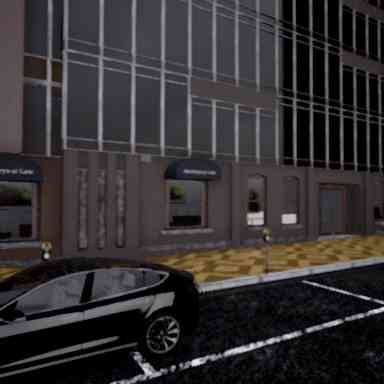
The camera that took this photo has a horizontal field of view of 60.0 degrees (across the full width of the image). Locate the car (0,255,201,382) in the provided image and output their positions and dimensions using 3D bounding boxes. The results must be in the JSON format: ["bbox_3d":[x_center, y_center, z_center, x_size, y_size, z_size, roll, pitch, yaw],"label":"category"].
[{"bbox_3d":[-1.912,1.691,4.865,4.313,1.339,1.947,1,-1,-30],"label":"car"}]
